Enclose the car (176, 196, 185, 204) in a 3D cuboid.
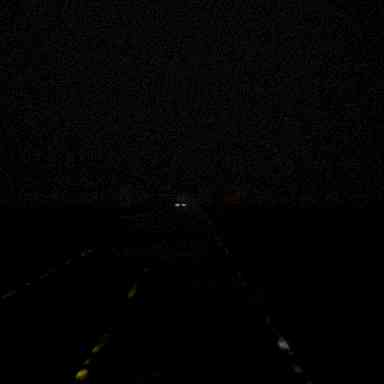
[{"bbox_3d":[-2.784,1.966,82.340,2.150,2.045,5.566,0,0,0],"label":"car"}]
